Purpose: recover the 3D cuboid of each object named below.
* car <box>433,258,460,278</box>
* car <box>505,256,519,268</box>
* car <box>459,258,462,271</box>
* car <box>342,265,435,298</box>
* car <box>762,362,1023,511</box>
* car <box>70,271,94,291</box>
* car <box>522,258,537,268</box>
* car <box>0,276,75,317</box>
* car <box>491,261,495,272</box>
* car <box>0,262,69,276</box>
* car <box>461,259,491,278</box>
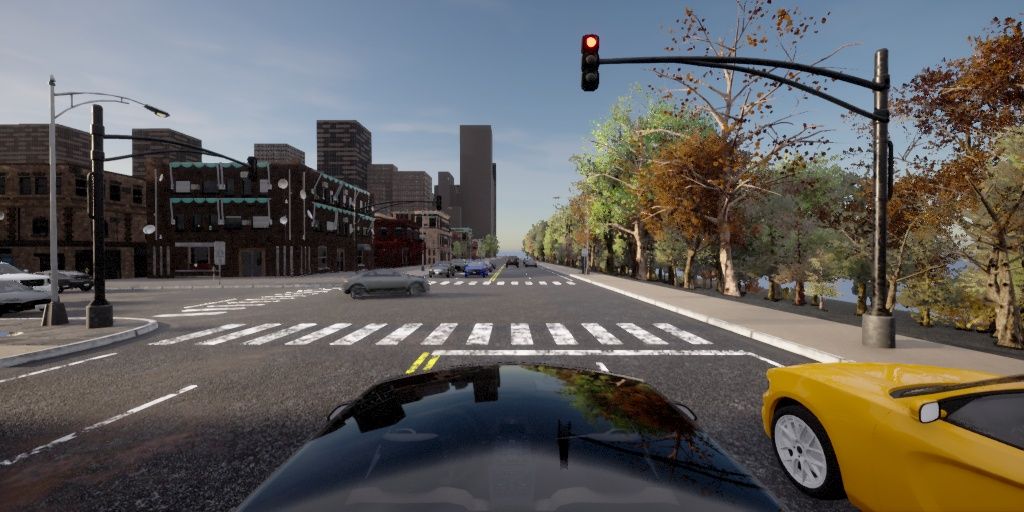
[{"bbox_3d":[-6.625,1.231,34.342,2.128,1.511,4.902,0,0,0],"label":"car"},{"bbox_3d":[0.037,0.946,62.162,2.150,2.045,5.566,0,0,0],"label":"car"},{"bbox_3d":[-6.635,1.087,44.216,2.097,1.767,4.553,0,0,0],"label":"car"},{"bbox_3d":[-6.366,1.306,18.264,4.181,1.385,1.994,0,0,-25],"label":"car"},{"bbox_3d":[3.351,1.228,1.432,1.882,1.535,5.008,0,0,0],"label":"car"},{"bbox_3d":[-28.302,1.559,22.040,4.403,1.370,2.007,0,0,0],"label":"car"},{"bbox_3d":[3.286,1.291,62.754,1.994,1.385,4.181,0,0,0],"label":"car"},{"bbox_3d":[-19.959,1.565,13.537,4.313,1.339,1.948,0,0,0],"label":"car"},{"bbox_3d":[-3.382,1.261,44.130,1.812,1.442,4.674,0,0,0],"label":"car"},{"bbox_3d":[-24.309,1.245,16.241,5.566,2.045,2.150,-1,1,0],"label":"car"},{"bbox_3d":[-3.376,1.217,34.733,1.882,1.535,5.008,0,0,0],"label":"car"}]
